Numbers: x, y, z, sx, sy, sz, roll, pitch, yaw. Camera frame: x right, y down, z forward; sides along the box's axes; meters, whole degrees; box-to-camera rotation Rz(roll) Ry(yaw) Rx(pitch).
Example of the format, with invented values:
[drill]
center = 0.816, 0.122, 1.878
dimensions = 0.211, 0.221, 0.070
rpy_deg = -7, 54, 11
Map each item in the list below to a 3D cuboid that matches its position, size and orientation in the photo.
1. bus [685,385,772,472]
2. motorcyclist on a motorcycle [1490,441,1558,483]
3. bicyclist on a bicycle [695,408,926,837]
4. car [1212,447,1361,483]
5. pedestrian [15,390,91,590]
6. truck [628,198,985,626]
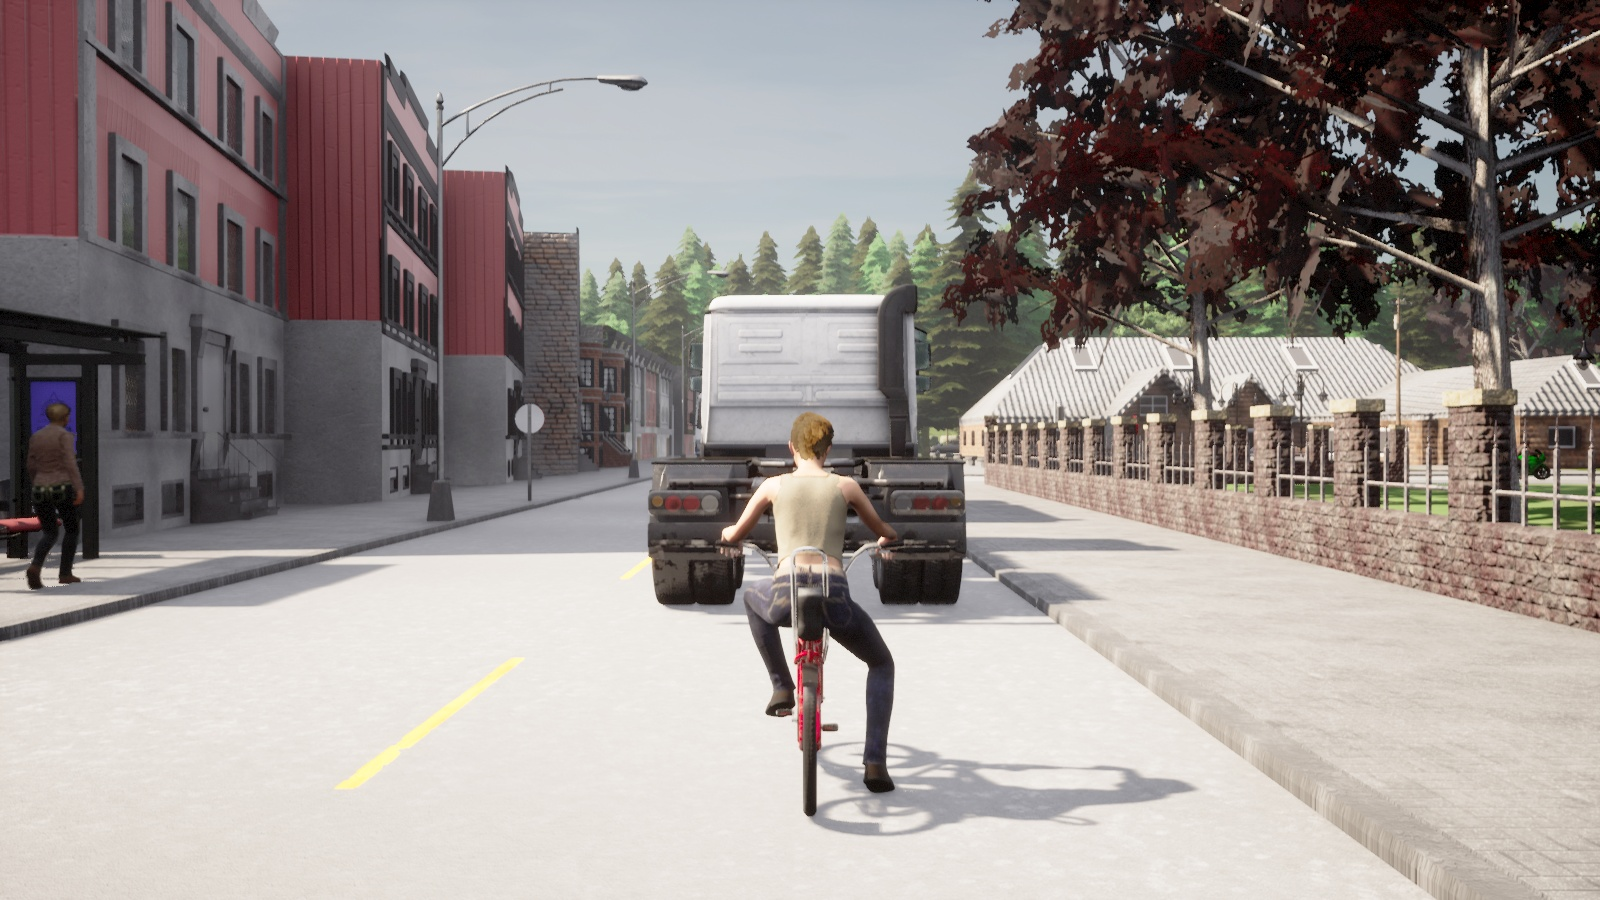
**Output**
[bus]
center = -3.609, -1.096, 66.468
dimensions = 3.944, 4.253, 10.273
rpy_deg = 0, 1, 0
[motorcyclist on a motorcycle]
center = 26.496, 0.429, 45.986
dimensions = 2.044, 1.523, 0.797
rpy_deg = 0, 0, -1
[bicyclist on a bicycle]
center = 0.043, 0.645, 5.473
dimensions = 0.866, 1.612, 1.509
rpy_deg = 0, 0, 0
[car]
center = 17.777, 0.540, 46.038
dimensions = 4.718, 1.301, 1.895
rpy_deg = 0, 0, -1
[pedestrian]
center = -7.090, 0.367, 11.937
dimensions = 0.331, 1.846, 0.634
rpy_deg = 0, 0, 1
[truck]
center = 0.096, -0.334, 14.134
dimensions = 2.891, 3.462, 7.936
rpy_deg = 0, 0, 1
